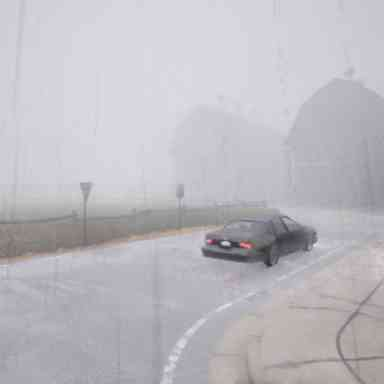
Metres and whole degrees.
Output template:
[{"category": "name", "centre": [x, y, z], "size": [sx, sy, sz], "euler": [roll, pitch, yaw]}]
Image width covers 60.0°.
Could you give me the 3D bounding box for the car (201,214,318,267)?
[{"category": "car", "centre": [2.497, 1.460, 11.184], "size": [2.033, 1.411, 5.357], "euler": [0, 0, 39]}]
